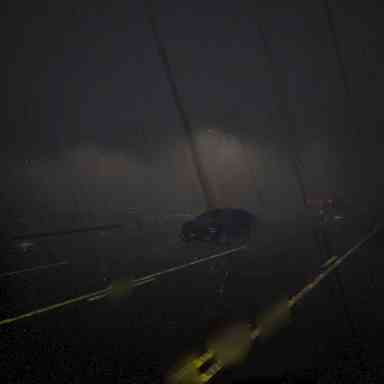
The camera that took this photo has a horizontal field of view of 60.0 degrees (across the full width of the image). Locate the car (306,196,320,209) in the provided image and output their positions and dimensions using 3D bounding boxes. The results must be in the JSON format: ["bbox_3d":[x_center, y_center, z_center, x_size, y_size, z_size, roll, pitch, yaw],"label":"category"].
[{"bbox_3d":[16.699,1.353,44.099,2.097,1.767,4.553,0,0,35],"label":"car"}]

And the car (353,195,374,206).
[{"bbox_3d":[27.594,1.599,53.790,1.895,1.301,4.718,0,0,35],"label":"car"}]

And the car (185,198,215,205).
[{"bbox_3d":[1.072,1.564,45.144,4.181,1.385,1.994,0,0,35],"label":"car"}]

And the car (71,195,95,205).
[{"bbox_3d":[-19.450,1.491,59.158,4.902,1.511,2.128,0,0,34],"label":"car"}]

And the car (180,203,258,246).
[{"bbox_3d":[1.417,1.477,15.562,1.882,1.535,5.008,0,0,34],"label":"car"}]

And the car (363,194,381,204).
[{"bbox_3d":[34.790,1.424,64.180,1.837,1.490,4.892,0,0,34],"label":"car"}]

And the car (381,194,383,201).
[{"bbox_3d":[43.214,1.166,76.497,2.128,1.511,4.902,0,1,34],"label":"car"}]

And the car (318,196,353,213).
[{"bbox_3d":[15.795,1.491,36.577,2.128,1.511,4.902,0,0,34],"label":"car"}]

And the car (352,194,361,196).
[{"bbox_3d":[31.193,1.291,65.121,2.097,1.767,4.553,0,0,34],"label":"car"}]
